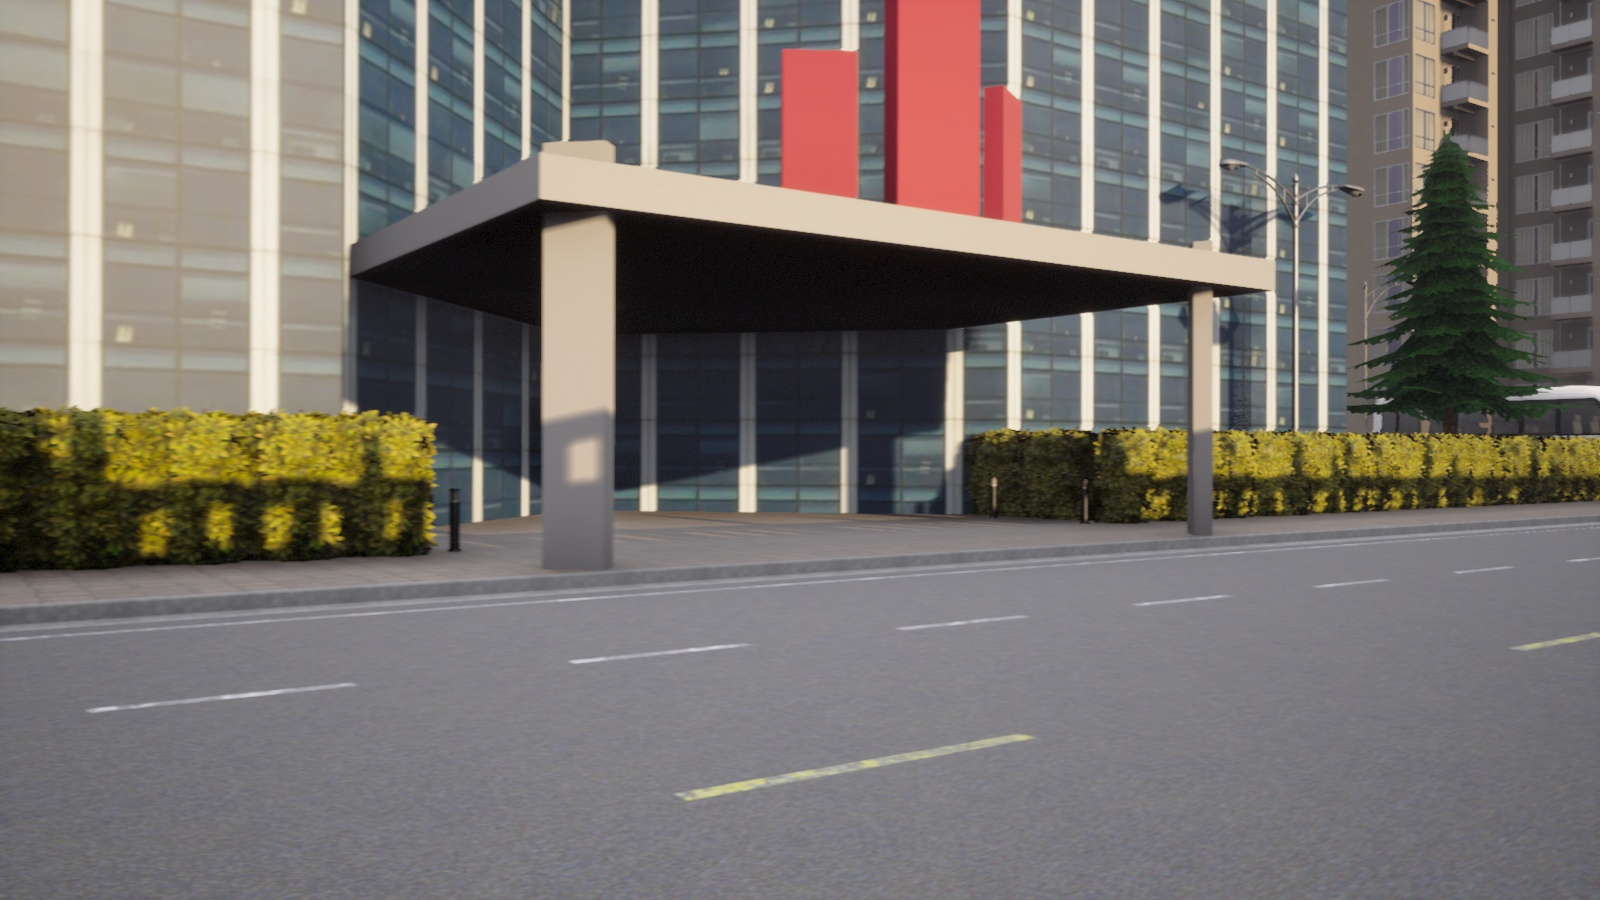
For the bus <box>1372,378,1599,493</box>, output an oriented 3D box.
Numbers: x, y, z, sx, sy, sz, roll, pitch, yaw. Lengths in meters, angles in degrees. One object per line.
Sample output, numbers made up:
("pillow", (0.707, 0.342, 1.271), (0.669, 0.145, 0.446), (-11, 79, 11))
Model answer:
("bus", (29.128, -0.513, 50.866), (3.944, 4.253, 10.273), (0, 0, -35))
